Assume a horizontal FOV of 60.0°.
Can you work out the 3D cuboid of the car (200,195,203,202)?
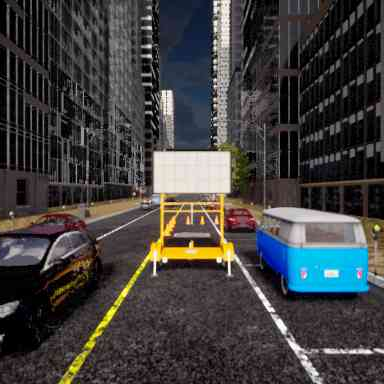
[{"bbox_3d":[2.698,1.532,53.809,2.008,1.369,4.403,0,0,0],"label":"car"}]

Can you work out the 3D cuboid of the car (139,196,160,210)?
[{"bbox_3d":[-5.684,1.543,42.429,2.008,1.369,4.403,0,0,0],"label":"car"}]

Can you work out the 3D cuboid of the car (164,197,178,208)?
[{"bbox_3d":[-3.088,1.493,48.503,1.837,1.490,4.892,0,0,0],"label":"car"}]

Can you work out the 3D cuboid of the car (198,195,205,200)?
[{"bbox_3d":[2.705,1.452,93.656,1.887,1.381,4.507,0,0,0],"label":"car"}]

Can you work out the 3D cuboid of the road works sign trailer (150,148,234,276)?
[{"bbox_3d":[0.001,0.463,10.289,2.380,3.560,2.880,0,0,0],"label":"road works sign trailer"}]

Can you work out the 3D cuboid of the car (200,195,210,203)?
[{"bbox_3d":[2.701,1.393,70.886,1.967,1.590,4.097,0,0,0],"label":"car"}]

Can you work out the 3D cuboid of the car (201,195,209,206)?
[{"bbox_3d":[2.697,1.538,48.116,2.008,1.369,4.403,0,0,0],"label":"car"}]

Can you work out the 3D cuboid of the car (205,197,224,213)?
[{"bbox_3d":[2.695,1.576,36.732,1.802,1.307,4.206,0,0,0],"label":"car"}]

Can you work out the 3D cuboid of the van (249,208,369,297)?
[{"bbox_3d":[2.691,1.340,8.270,1.690,1.788,3.998,0,0,0],"label":"van"}]

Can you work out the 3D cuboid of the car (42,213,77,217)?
[{"bbox_3d":[-5.689,1.580,13.966,1.802,1.307,4.206,0,0,0],"label":"car"}]

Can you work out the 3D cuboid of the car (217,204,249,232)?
[{"bbox_3d":[2.693,1.579,19.654,1.802,1.307,4.206,0,0,0],"label":"car"}]

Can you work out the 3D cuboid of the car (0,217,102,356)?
[{"bbox_3d":[-3.100,1.490,6.278,2.128,1.511,4.902,0,0,0],"label":"car"}]

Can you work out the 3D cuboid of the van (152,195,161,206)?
[{"bbox_3d":[-5.682,1.322,53.814,1.690,1.788,3.998,0,0,0],"label":"van"}]
